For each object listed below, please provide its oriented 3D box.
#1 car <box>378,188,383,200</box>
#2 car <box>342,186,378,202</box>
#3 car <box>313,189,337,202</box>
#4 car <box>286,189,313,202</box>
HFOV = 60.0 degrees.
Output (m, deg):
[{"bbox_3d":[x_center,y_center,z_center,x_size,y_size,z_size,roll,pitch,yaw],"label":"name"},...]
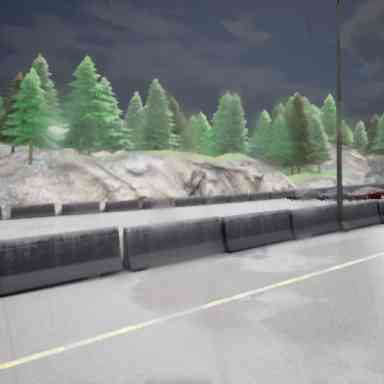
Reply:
[{"bbox_3d":[19.989,0.225,31.362,5.008,1.535,1.882,-3,2,-36],"label":"car"},{"bbox_3d":[17.930,0.229,34.192,5.008,1.535,1.882,-3,2,-36],"label":"car"},{"bbox_3d":[15.950,0.315,37.077,4.181,1.385,1.994,-3,2,-36],"label":"car"},{"bbox_3d":[13.593,0.319,39.695,5.357,1.411,2.033,-3,2,-36],"label":"car"}]
